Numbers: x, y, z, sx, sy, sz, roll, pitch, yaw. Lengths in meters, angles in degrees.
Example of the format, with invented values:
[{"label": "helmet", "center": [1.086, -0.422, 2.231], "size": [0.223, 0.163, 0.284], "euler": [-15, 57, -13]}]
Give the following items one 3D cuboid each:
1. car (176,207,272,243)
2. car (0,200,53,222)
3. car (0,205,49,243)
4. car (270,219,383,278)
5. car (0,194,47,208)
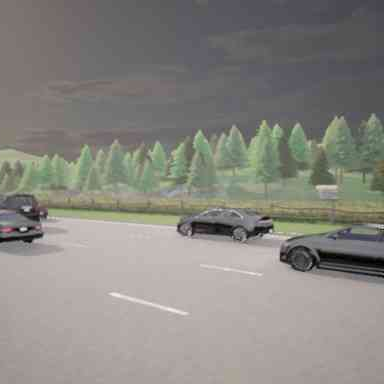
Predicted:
[{"label": "car", "center": [1.455, 1.462, 15.859], "size": [4.902, 1.511, 2.128], "euler": [0, 0, 36]}, {"label": "car", "center": [-13.217, 1.422, 26.342], "size": [4.674, 1.442, 1.812], "euler": [0, 0, 36]}, {"label": "car", "center": [-8.614, 1.486, 14.451], "size": [5.357, 1.411, 2.033], "euler": [0, 0, 36]}, {"label": "car", "center": [4.624, 1.560, 9.292], "size": [4.181, 1.385, 1.994], "euler": [0, 0, 36]}, {"label": "car", "center": [-11.868, 1.134, 21.076], "size": [5.566, 2.045, 2.150], "euler": [0, 0, 36]}]
